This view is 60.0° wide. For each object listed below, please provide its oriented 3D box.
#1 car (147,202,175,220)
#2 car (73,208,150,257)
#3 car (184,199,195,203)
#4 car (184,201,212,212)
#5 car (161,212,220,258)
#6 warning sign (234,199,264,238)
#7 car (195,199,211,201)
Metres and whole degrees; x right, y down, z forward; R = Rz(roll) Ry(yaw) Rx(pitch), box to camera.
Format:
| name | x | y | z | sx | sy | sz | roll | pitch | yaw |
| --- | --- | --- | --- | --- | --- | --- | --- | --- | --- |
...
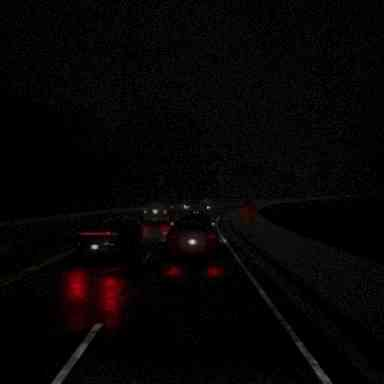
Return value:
| name | x | y | z | sx | sy | sz | roll | pitch | yaw |
| --- | --- | --- | --- | --- | --- | --- | --- | --- | --- |
| car | -2.695 | 1.643 | 28.332 | 2.097 | 1.767 | 4.553 | 0 | -1 | 6 |
| car | -3.220 | 1.639 | 13.525 | 2.128 | 1.511 | 4.902 | 0 | 0 | 1 |
| car | -0.158 | 2.182 | 68.516 | 1.994 | 1.385 | 4.181 | -1 | 0 | 20 |
| car | 0.551 | 1.791 | 28.156 | 1.837 | 1.490 | 4.892 | 0 | 0 | 6 |
| car | 0.031 | 1.710 | 13.456 | 1.994 | 1.385 | 4.181 | 0 | -1 | 0 |
| warning sign | 2.833 | 1.295 | 16.705 | 1.300 | 1.860 | 1.060 | -1 | -2 | 0 |
| car | 2.819 | 2.116 | 67.249 | 1.812 | 1.442 | 4.674 | -1 | 0 | 20 |
